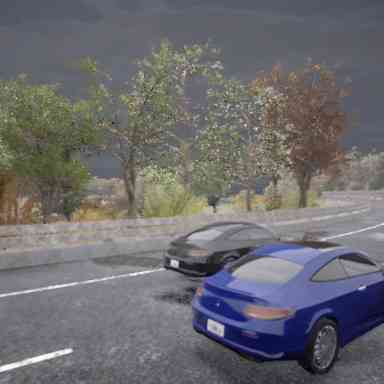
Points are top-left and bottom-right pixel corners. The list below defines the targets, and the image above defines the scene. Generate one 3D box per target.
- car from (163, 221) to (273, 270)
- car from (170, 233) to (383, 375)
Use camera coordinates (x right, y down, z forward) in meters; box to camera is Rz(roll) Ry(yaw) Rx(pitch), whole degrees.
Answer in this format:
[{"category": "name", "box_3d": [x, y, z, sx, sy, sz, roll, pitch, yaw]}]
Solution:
[{"category": "car", "box_3d": [1.367, 1.573, 9.491, 4.674, 1.442, 1.812, 0, 0, -39]}, {"category": "car", "box_3d": [2.115, 1.555, 5.615, 4.674, 1.442, 1.812, 0, 0, -38]}]
